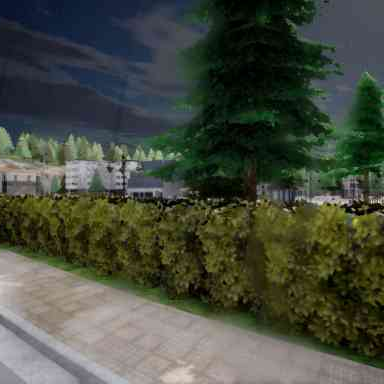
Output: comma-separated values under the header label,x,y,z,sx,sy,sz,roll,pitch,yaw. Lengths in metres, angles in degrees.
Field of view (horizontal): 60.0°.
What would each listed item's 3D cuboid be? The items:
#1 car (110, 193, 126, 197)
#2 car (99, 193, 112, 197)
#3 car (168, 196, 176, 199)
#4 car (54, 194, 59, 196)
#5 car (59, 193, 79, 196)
label,x,y,z,sx,sy,sz,roll,pitch,yaw
car,-10.566,1.384,52.768,1.970,1.475,3.806,0,0,43
car,-16.680,1.097,68.992,1.932,1.855,4.605,0,0,43
car,-3.296,1.374,56.098,1.845,1.501,3.633,0,0,43
car,-33.228,1.232,83.685,1.970,1.475,3.806,0,0,43
car,-28.351,1.154,79.501,2.152,1.636,5.027,0,0,43
